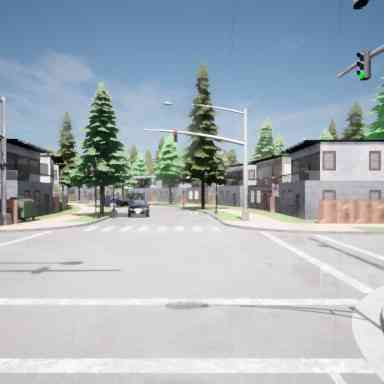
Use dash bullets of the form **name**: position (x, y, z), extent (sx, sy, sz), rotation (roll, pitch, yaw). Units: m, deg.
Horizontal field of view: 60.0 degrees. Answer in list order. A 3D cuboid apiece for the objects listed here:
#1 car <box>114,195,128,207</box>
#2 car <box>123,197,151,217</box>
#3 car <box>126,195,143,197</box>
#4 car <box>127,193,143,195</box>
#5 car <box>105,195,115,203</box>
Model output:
- **car**: position (-10.065, 1.566, 49.833), extent (1.895, 1.301, 4.718), rotation (0, 0, -24)
- **car**: position (-4.851, 1.457, 30.609), extent (2.128, 1.511, 4.902), rotation (0, 0, -7)
- **car**: position (-6.692, 1.491, 40.445), extent (1.812, 1.442, 4.674), rotation (0, 0, -16)
- **car**: position (-10.414, 1.187, 58.481), extent (2.150, 2.045, 5.566), rotation (0, 0, -36)
- **car**: position (-16.533, 1.317, 66.822), extent (2.097, 1.767, 4.553), rotation (0, 0, -45)
